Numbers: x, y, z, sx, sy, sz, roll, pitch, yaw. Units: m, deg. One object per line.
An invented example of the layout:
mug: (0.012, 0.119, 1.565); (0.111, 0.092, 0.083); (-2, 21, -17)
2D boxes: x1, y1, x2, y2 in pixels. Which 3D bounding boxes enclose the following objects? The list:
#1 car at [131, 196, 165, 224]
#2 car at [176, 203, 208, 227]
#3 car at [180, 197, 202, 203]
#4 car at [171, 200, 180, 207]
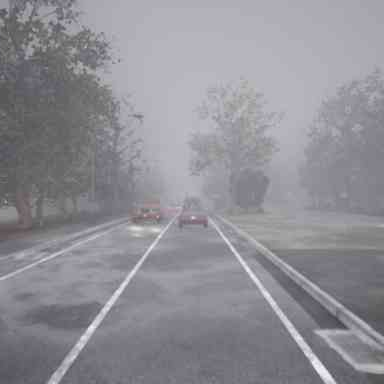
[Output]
car: (-3.381, 1.369, 26.651); (2.150, 2.045, 5.566); (0, -1, 0)
car: (0.073, 1.664, 23.553); (1.994, 1.385, 4.181); (0, -1, 0)
car: (0.056, 1.622, 39.894); (2.150, 2.045, 5.566); (0, -1, 0)
car: (-3.257, 2.312, 67.605); (2.128, 1.511, 4.902); (0, 0, 1)
